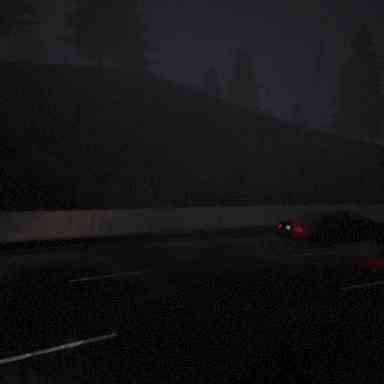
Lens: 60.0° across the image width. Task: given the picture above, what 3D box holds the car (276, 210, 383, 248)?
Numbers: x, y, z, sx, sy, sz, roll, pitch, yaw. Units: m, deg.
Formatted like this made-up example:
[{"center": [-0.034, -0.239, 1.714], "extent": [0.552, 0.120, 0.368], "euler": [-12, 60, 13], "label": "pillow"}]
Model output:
[{"center": [6.290, 1.496, 14.272], "extent": [5.357, 1.411, 2.033], "euler": [0, 0, -18], "label": "car"}]
